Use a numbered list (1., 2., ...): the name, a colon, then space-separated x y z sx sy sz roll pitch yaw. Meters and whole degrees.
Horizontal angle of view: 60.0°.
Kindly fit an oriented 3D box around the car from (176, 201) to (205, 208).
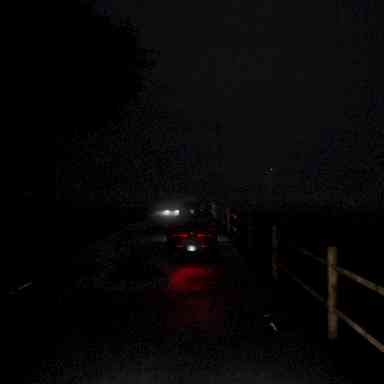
1. car: 0.002 1.601 28.394 2.097 1.767 4.553 0 -1 0

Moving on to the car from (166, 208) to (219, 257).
1. car: 0.012 1.633 13.507 1.837 1.490 4.892 0 0 0

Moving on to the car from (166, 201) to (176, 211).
1. car: -2.796 2.001 48.773 1.895 1.301 4.718 0 0 0
